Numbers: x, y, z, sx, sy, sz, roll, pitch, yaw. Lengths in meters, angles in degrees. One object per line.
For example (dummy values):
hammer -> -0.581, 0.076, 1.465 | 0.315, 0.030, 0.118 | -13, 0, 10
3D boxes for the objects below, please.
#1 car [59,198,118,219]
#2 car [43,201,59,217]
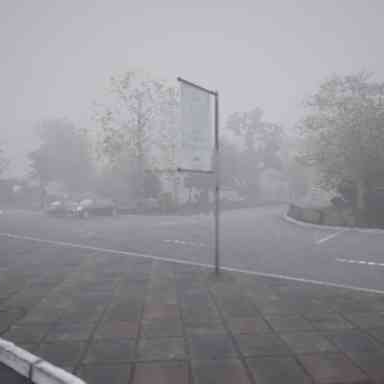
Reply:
car -> -8.627, 1.324, 28.767 | 2.185, 1.767, 4.553 | 0, 0, 35
car -> -11.248, 1.491, 30.551 | 2.002, 1.452, 4.674 | 0, 0, 35
